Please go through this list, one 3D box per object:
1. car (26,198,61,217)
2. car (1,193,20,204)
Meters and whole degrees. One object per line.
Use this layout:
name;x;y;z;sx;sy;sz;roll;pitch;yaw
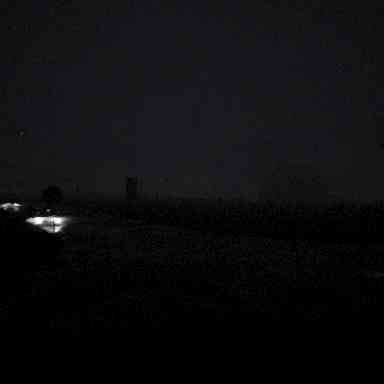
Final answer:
car;-12.013;1.188;26.838;1.994;1.385;4.181;0;1;-35
car;-24.234;0.845;44.303;1.994;1.385;4.181;0;1;-35
